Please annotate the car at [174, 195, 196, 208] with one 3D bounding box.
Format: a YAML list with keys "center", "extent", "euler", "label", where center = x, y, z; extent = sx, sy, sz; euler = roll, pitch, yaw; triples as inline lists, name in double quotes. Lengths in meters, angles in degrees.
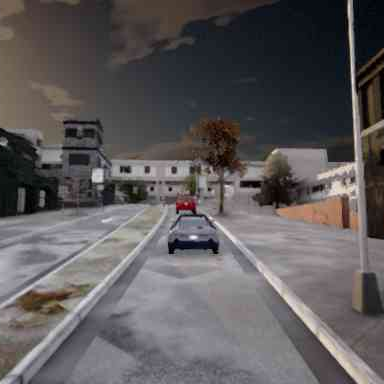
- center: [-0.755, 1.325, 37.095]
  extent: [2.150, 2.045, 5.566]
  euler: [0, 0, -3]
  label: "car"

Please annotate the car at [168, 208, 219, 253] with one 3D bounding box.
- center: [0.036, 1.606, 13.976]
  extent: [1.994, 1.385, 4.181]
  euler: [0, 0, -1]
  label: "car"
